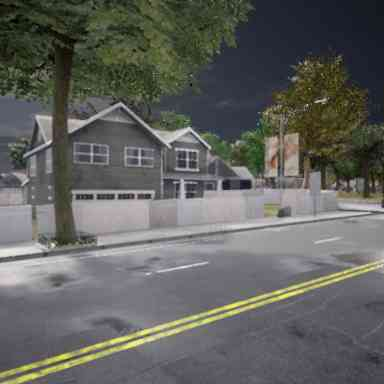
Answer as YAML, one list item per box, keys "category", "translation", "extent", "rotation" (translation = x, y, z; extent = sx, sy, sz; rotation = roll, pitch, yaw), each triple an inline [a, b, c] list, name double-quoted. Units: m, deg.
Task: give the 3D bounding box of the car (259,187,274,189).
- category: "car"
  translation: [13.499, 0.092, 59.210]
  extent: [2.150, 2.045, 5.566]
  rotation: [0, 1, -12]
